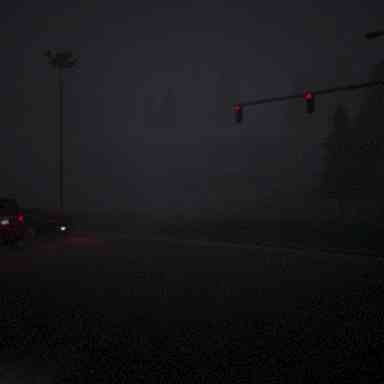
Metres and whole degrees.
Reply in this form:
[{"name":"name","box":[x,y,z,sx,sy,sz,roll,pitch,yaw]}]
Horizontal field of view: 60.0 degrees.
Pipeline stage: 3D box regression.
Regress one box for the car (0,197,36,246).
[{"name":"car","box":[-9.311,1.219,13.729,5.566,2.045,2.150,0,0,29]}]

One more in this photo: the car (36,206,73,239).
[{"name":"car","box":[-8.292,1.496,17.130,4.892,1.490,1.837,0,0,29]}]
